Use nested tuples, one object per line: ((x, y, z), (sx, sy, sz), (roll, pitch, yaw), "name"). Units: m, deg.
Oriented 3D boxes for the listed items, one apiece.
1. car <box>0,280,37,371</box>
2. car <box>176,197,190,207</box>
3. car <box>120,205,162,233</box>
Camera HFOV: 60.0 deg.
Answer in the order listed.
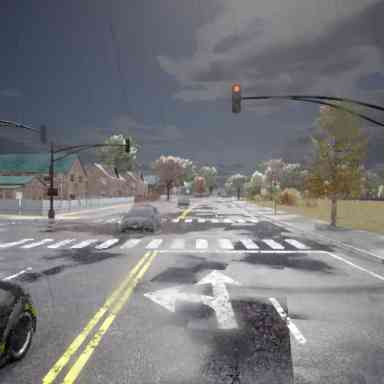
((-3.219, 1.566, 3.072), (1.994, 1.385, 4.181), (0, 0, 1), "car")
((-1.353, 1.629, 53.689), (1.837, 1.490, 4.892), (0, 0, 4), "car")
((-2.915, 1.563, 19.770), (1.837, 1.490, 4.892), (0, 0, 2), "car")
